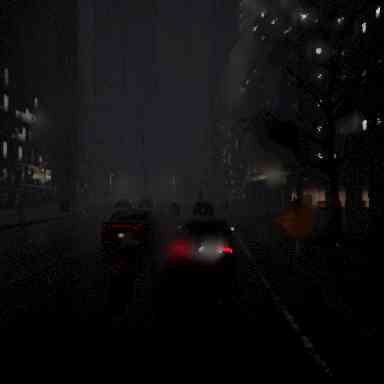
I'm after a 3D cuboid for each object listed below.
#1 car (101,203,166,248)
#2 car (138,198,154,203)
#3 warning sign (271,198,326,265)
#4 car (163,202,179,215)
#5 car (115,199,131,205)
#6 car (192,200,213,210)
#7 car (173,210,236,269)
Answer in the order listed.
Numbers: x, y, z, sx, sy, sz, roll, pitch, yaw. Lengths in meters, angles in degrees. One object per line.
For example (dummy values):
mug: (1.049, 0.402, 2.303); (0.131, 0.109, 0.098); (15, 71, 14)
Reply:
car: (-2.572, 1.503, 15.131); (1.882, 1.535, 5.008); (0, 0, 3)
car: (-6.189, 1.566, 44.792); (2.128, 1.511, 4.902); (0, 0, -4)
warning sign: (3.139, 1.131, 9.953); (1.300, 1.860, 1.060); (-1, -1, 3)
car: (-2.240, 1.624, 32.032); (1.994, 1.385, 4.181); (0, 0, 0)
car: (-9.573, 1.632, 46.553); (1.994, 1.385, 4.181); (0, 0, -5)
car: (1.005, 1.544, 32.780); (1.882, 1.535, 5.008); (0, 0, -1)
car: (0.464, 1.565, 11.192); (2.033, 1.411, 5.357); (0, 0, 3)
